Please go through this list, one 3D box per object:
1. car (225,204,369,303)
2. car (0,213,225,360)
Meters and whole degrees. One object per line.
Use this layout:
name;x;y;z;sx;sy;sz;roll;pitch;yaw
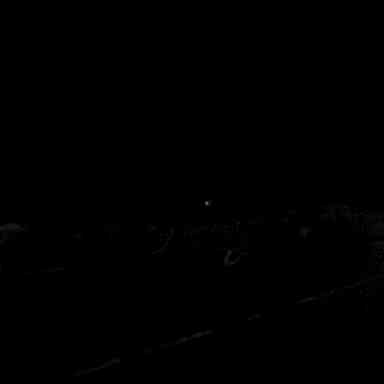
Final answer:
car;2.421;1.265;8.266;5.009;1.841;2.192;-1;0;-36
car;-2.167;1.307;4.986;5.009;1.841;2.192;-1;0;-36
